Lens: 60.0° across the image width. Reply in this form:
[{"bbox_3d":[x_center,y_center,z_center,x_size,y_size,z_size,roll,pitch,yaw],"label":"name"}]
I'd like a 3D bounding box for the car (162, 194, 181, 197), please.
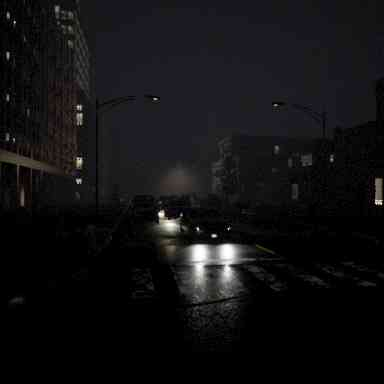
[{"bbox_3d":[-2.823,1.181,36.691,2.097,1.767,4.553,0,0,-10],"label":"car"}]

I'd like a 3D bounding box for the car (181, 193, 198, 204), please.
[{"bbox_3d":[-0.435,1.097,57.403,2.192,1.841,5.009,1,0,-10],"label":"car"}]

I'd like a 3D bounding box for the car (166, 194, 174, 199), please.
[{"bbox_3d":[-5.934,1.244,90.167,1.802,1.307,4.206,1,0,-10],"label":"car"}]

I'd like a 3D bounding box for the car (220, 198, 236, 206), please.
[{"bbox_3d":[4.143,1.475,30.100,1.802,1.307,4.206,1,0,-10],"label":"car"}]

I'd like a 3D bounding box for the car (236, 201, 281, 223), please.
[{"bbox_3d":[5.031,1.441,24.806,1.752,1.417,4.829,1,0,-10],"label":"car"}]

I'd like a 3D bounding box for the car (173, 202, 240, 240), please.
[{"bbox_3d":[0.504,1.463,16.776,2.033,1.411,5.357,0,0,-10],"label":"car"}]

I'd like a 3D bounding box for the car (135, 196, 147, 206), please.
[{"bbox_3d":[-7.758,1.283,50.390,1.752,1.417,4.829,1,0,-10],"label":"car"}]

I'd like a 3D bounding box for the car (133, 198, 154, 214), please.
[{"bbox_3d":[-5.038,1.375,34.176,2.008,1.369,4.403,1,0,-10],"label":"car"}]

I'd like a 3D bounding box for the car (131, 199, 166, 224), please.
[{"bbox_3d":[-3.206,1.422,23.254,2.008,1.369,4.403,1,0,-10],"label":"car"}]

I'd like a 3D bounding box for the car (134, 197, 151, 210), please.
[{"bbox_3d":[-5.954,1.346,39.636,1.887,1.381,4.507,1,0,-10],"label":"car"}]

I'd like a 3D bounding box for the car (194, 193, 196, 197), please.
[{"bbox_3d":[0.451,1.328,52.110,1.752,1.417,4.829,1,0,-10],"label":"car"}]

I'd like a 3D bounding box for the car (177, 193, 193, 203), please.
[{"bbox_3d":[-1.351,1.076,62.863,2.192,1.841,5.009,1,0,-10],"label":"car"}]

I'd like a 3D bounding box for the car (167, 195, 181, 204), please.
[{"bbox_3d":[-3.030,1.273,56.584,1.837,1.490,4.892,0,0,-10],"label":"car"}]

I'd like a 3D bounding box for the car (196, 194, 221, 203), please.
[{"bbox_3d":[2.313,1.162,41.020,2.192,1.841,5.009,1,0,-10],"label":"car"}]

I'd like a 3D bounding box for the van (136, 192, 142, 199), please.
[{"bbox_3d":[-14.197,0.958,88.782,1.690,1.788,3.998,1,0,-10],"label":"van"}]

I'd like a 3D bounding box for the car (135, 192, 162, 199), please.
[{"bbox_3d":[-4.120,1.162,28.715,2.192,1.841,5.009,1,0,-10],"label":"car"}]

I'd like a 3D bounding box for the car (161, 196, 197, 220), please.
[{"bbox_3d":[-1.151,1.350,26.618,1.882,1.535,5.008,0,0,-9],"label":"car"}]

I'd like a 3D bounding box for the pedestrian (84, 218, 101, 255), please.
[{"bbox_3d":[-3.141,1.337,10.399,0.375,1.300,0.375,1,0,-10],"label":"pedestrian"}]

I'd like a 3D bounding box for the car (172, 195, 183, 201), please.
[{"bbox_3d":[-3.186,1.286,73.785,1.947,1.339,4.313,1,0,-10],"label":"car"}]

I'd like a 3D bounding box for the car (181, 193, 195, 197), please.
[{"bbox_3d":[-1.263,1.287,46.343,1.882,1.535,5.008,0,0,-9],"label":"car"}]

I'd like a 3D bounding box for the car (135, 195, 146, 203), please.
[{"bbox_3d":[-9.619,1.281,61.479,1.947,1.339,4.313,1,0,-10],"label":"car"}]
